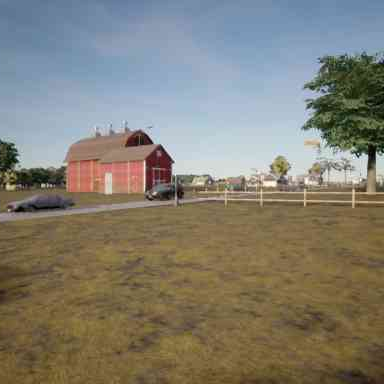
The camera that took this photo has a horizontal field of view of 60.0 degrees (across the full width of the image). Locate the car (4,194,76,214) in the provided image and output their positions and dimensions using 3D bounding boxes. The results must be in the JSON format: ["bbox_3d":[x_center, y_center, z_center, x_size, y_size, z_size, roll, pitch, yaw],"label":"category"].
[{"bbox_3d":[-12.287,0.901,27.285,2.033,1.411,5.357,0,2,35],"label":"car"}]

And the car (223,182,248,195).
[{"bbox_3d":[7.246,-0.591,54.602,2.150,2.045,5.566,0,2,35],"label":"car"}]

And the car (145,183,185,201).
[{"bbox_3d":[-3.154,-0.010,40.112,2.150,2.045,5.566,0,3,36],"label":"car"}]

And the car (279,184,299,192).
[{"bbox_3d":[18.927,-0.826,66.119,2.033,1.411,5.357,0,2,35],"label":"car"}]

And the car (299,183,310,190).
[{"bbox_3d":[24.957,-1.183,74.773,1.837,1.490,4.892,0,2,35],"label":"car"}]
